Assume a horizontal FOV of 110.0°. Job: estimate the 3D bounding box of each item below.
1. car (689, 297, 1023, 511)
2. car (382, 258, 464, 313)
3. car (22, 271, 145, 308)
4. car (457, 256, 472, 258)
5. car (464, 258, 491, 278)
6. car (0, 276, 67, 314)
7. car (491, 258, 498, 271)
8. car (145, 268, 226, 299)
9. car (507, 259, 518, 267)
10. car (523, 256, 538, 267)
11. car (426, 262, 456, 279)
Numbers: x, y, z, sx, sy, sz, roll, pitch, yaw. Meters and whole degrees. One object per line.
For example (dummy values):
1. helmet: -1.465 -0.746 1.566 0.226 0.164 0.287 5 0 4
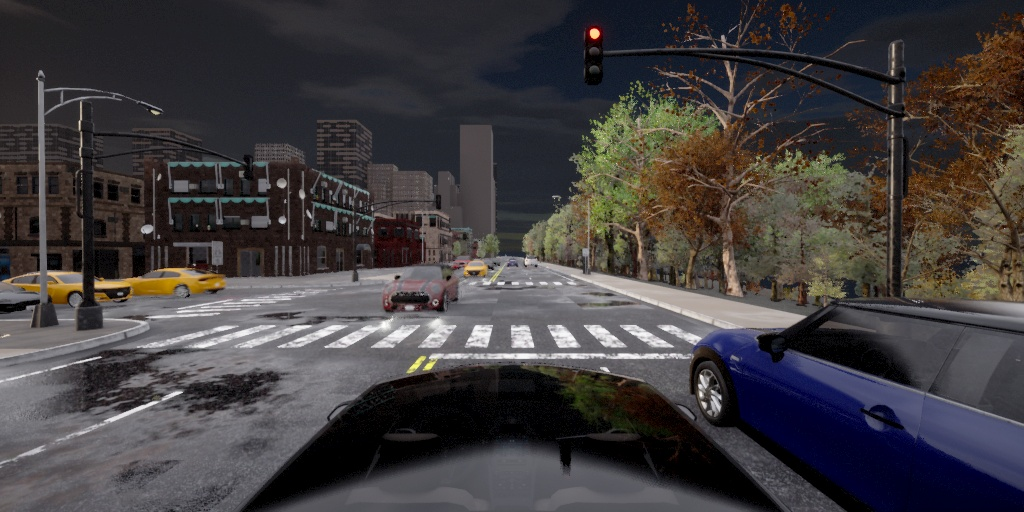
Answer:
1. car: 3.351 1.102 2.833 2.097 1.767 4.553 0 0 0
2. car: -3.350 1.099 13.964 2.097 1.767 4.553 0 0 0
3. car: -20.009 1.450 15.985 5.008 1.535 1.882 -1 1 -1
4. car: -6.598 0.955 49.236 2.150 2.045 5.566 0 0 0
5. car: -3.351 1.218 33.978 1.882 1.535 5.008 0 1 0
6. car: -19.947 1.564 13.290 4.313 1.339 1.948 0 0 0
7. car: -3.347 1.238 48.878 1.837 1.490 4.892 0 0 0
8. car: -18.067 1.397 19.000 5.008 1.535 1.882 -1 1 0
9. car: 0.100 1.252 64.490 1.812 1.442 4.674 0 0 0
10. car: 3.353 0.948 63.641 2.150 2.045 5.566 0 0 0
11. car: -6.601 1.303 33.778 1.994 1.385 4.181 0 0 0
